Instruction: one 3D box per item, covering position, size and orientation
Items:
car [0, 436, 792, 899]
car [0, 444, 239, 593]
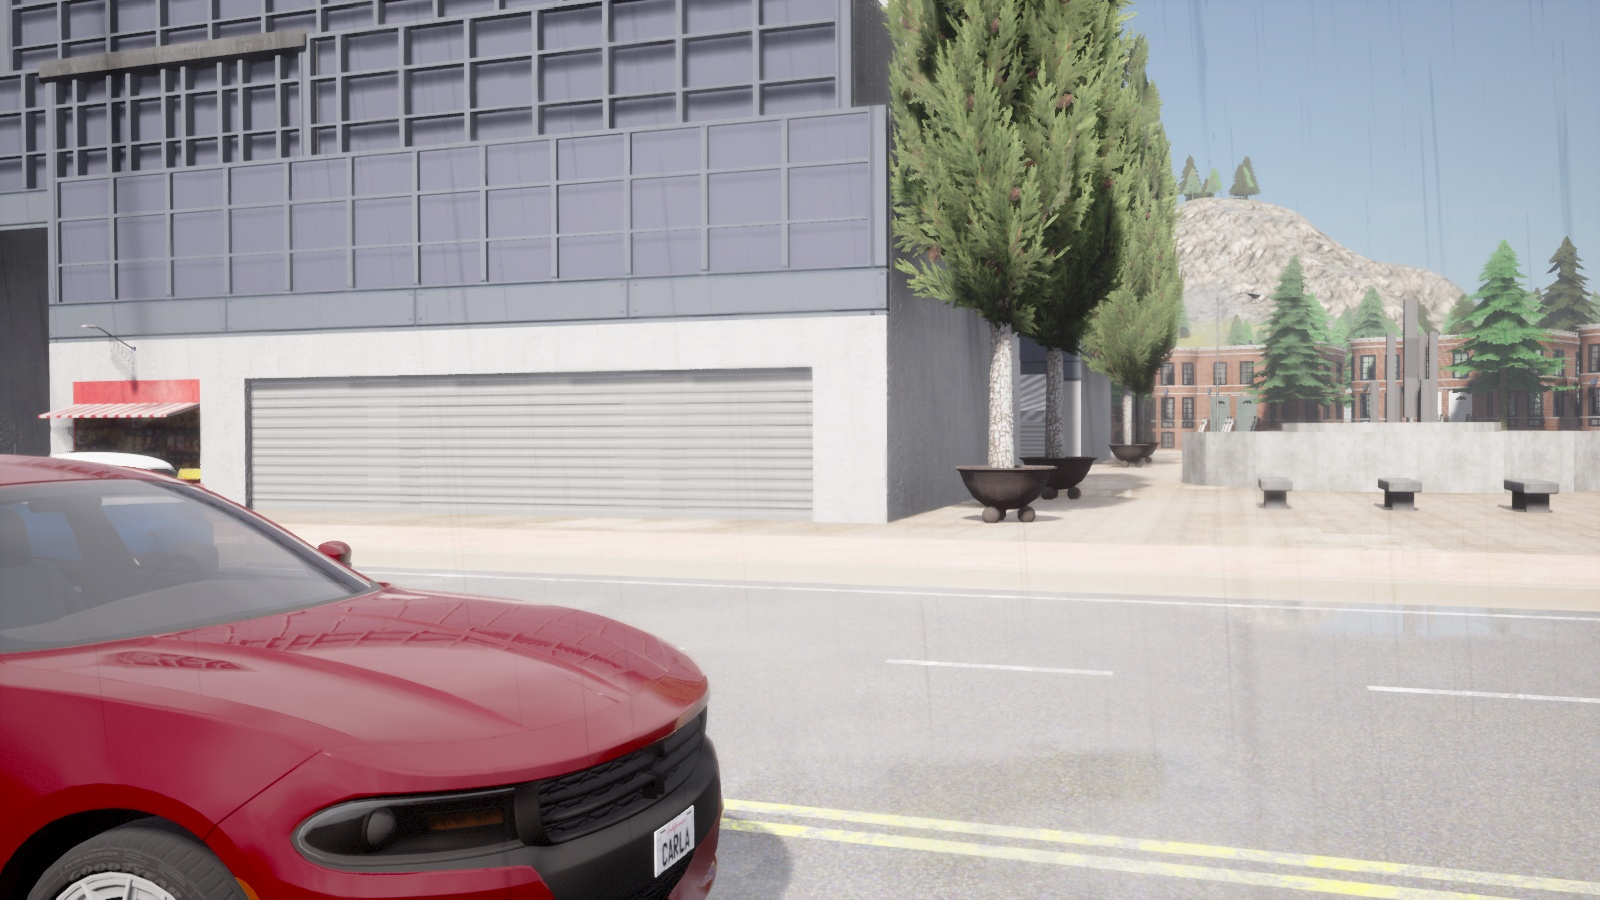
[{"bbox_3d":[-2.701,0.729,4.093,5.008,1.535,1.882,1,1,19],"label":"car"},{"bbox_3d":[-7.250,0.648,12.995,2.207,1.376,1.481,1,1,18],"label":"car"}]
